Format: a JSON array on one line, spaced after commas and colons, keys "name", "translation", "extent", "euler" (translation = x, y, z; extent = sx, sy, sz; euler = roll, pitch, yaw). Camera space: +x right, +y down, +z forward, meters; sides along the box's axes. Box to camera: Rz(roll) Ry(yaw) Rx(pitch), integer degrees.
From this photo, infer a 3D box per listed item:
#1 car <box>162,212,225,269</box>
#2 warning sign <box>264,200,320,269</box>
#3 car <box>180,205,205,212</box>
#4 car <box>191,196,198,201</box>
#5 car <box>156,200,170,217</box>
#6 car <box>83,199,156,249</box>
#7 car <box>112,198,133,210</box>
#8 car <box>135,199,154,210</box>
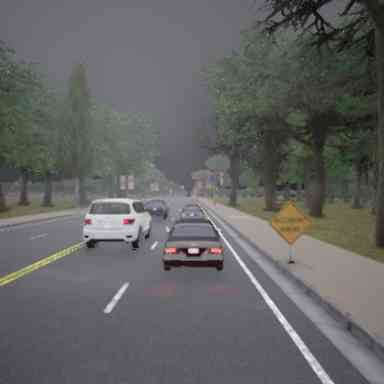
[{"name": "car", "translation": [0.053, 1.621, 11.338], "extent": [2.033, 1.411, 5.357], "euler": [0, 0, 0]}, {"name": "warning sign", "translation": [2.836, 1.179, 9.600], "extent": [1.300, 1.860, 1.060], "euler": [0, -1, 0]}, {"name": "car", "translation": [0.018, 1.699, 26.319], "extent": [2.033, 1.411, 5.357], "euler": [0, 0, 0]}, {"name": "car", "translation": [0.700, 1.737, 89.628], "extent": [1.882, 1.535, 5.008], "euler": [0, 0, 0]}, {"name": "car", "translation": [-3.229, 1.522, 31.004], "extent": [2.097, 1.767, 4.553], "euler": [0, 0, 0]}, {"name": "car", "translation": [-3.186, 1.316, 15.184], "extent": [2.150, 2.045, 5.566], "euler": [0, 0, 0]}, {"name": "car", "translation": [-9.972, 1.704, 48.204], "extent": [2.128, 1.511, 4.902], "euler": [0, 0, 0]}, {"name": "car", "translation": [-6.723, 1.760, 47.724], "extent": [2.033, 1.411, 5.357], "euler": [0, 0, 0]}]
